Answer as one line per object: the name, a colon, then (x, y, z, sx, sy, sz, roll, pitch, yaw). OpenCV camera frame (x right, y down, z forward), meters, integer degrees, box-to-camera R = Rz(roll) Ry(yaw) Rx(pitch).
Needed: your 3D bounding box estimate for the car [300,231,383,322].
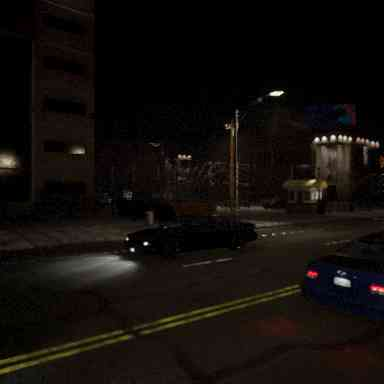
car: (4.573, 1.561, 7.037, 5.357, 1.411, 2.033, 0, 0, -35)

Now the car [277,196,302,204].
car: (18.254, 1.510, 62.391, 4.674, 1.452, 2.002, 0, 0, -36)

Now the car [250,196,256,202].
car: (12.438, 1.489, 70.533, 4.786, 1.482, 2.161, 0, 0, -36)

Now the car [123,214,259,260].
car: (0.169, 1.561, 12.717, 5.357, 1.411, 2.033, 0, 0, -36)

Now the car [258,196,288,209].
car: (11.356, 1.315, 43.326, 4.553, 1.767, 2.185, 0, 0, -36)

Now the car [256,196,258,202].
car: (15.345, 1.543, 66.390, 3.806, 1.475, 1.970, 0, 0, -36)
